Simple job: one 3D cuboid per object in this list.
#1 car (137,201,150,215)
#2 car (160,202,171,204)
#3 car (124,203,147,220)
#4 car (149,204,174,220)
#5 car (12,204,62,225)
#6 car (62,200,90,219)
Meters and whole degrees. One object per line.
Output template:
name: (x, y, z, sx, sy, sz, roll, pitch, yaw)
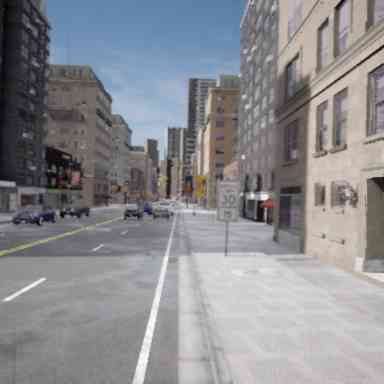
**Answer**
car: (-7.333, 2.449, 50.918, 2.150, 2.045, 5.566, 2, -2, -2)
car: (-4.115, 2.574, 52.010, 2.150, 2.045, 5.566, 2, -2, -2)
car: (-6.862, 2.436, 39.416, 1.837, 1.490, 4.892, 2, -1, -2)
car: (-3.636, 2.540, 40.206, 2.128, 1.511, 4.902, 2, -2, -2)
car: (-13.045, 1.770, 27.810, 2.097, 1.767, 4.553, 2, -2, -2)
car: (-13.421, 1.928, 38.500, 2.150, 2.045, 5.566, 2, -2, -2)
